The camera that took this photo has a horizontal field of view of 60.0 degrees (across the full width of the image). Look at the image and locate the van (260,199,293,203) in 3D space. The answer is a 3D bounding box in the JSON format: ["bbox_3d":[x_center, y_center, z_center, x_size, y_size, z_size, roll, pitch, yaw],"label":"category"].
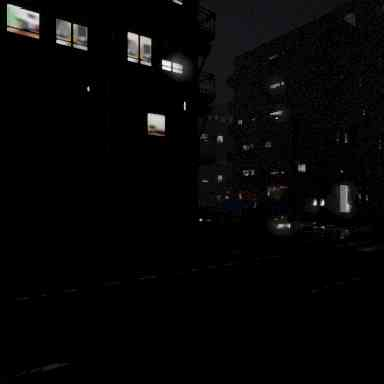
[{"bbox_3d":[8.479,1.603,33.564,1.690,1.788,3.998,-1,0,-36],"label":"van"}]

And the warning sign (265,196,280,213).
[{"bbox_3d":[8.967,1.400,36.953,1.300,1.860,1.060,1,0,-36],"label":"warning sign"}]

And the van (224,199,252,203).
[{"bbox_3d":[5.160,1.676,38.077,1.690,1.788,3.998,-1,0,-36],"label":"van"}]

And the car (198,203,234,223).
[{"bbox_3d":[1.744,1.874,28.641,1.802,1.307,4.206,-1,0,-36],"label":"car"}]

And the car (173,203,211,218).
[{"bbox_3d":[-0.052,1.933,35.413,1.994,1.385,4.181,0,-1,-37],"label":"car"}]

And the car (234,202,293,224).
[{"bbox_3d":[5.844,1.802,27.391,1.994,1.385,4.181,0,-1,-36],"label":"car"}]
